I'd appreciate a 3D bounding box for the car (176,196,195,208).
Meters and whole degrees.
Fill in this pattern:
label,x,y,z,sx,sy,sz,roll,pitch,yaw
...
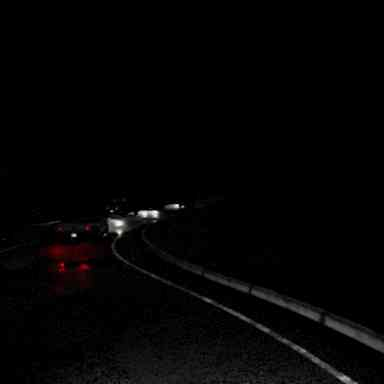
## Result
label,x,y,z,sx,sy,sz,roll,pitch,yaw
car,-0.744,1.660,51.472,2.033,1.411,5.357,-1,1,11

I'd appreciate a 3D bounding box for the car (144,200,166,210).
label,x,y,z,sx,sy,sz,roll,pitch,yaw
car,-5.157,1.818,46.641,1.895,1.301,4.718,-1,0,11

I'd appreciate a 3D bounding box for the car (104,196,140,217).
label,x,y,z,sx,sy,sz,roll,pitch,yaw
car,-7.318,1.519,35.218,2.150,2.045,5.566,-1,0,11

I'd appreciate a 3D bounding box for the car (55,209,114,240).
label,x,y,z,sx,sy,sz,roll,pitch,yaw
car,-5.912,1.867,18.552,1.895,1.301,4.718,-1,-1,-3

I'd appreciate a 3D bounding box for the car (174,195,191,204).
label,x,y,z,sx,sy,sz,roll,pitch,yaw
car,-1.749,1.484,63.699,2.128,1.511,4.902,-1,1,12
